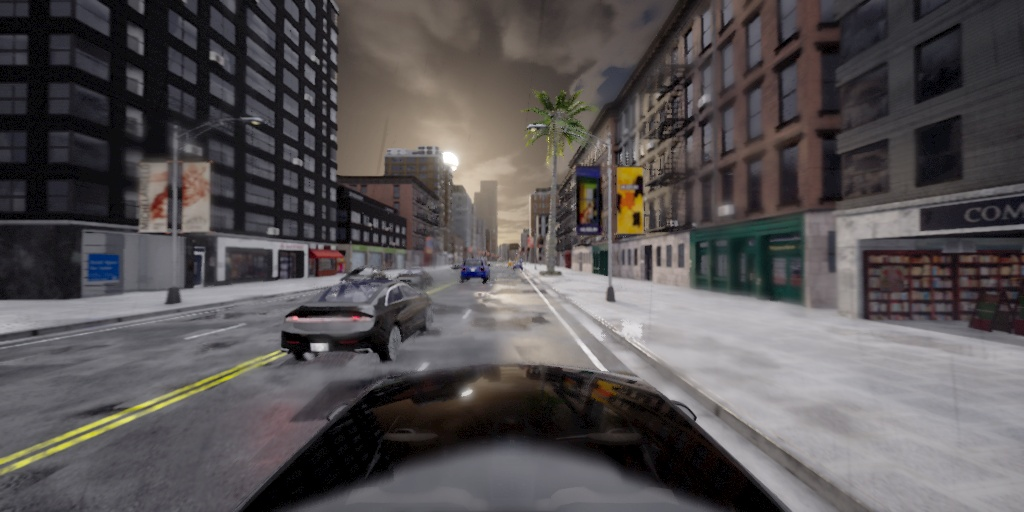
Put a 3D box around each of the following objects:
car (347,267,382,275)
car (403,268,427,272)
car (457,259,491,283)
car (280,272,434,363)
[{"bbox_3d":[-9.846,1.486,24.071,1.812,1.442,4.674,0,-1,0],"label":"car"},{"bbox_3d":[-6.596,1.525,24.191,1.994,1.385,4.181,0,-1,0],"label":"car"},{"bbox_3d":[-3.146,1.254,31.573,2.150,2.045,5.566,0,-1,0],"label":"car"},{"bbox_3d":[-3.157,1.304,8.326,2.128,1.511,4.902,0,0,0],"label":"car"}]
